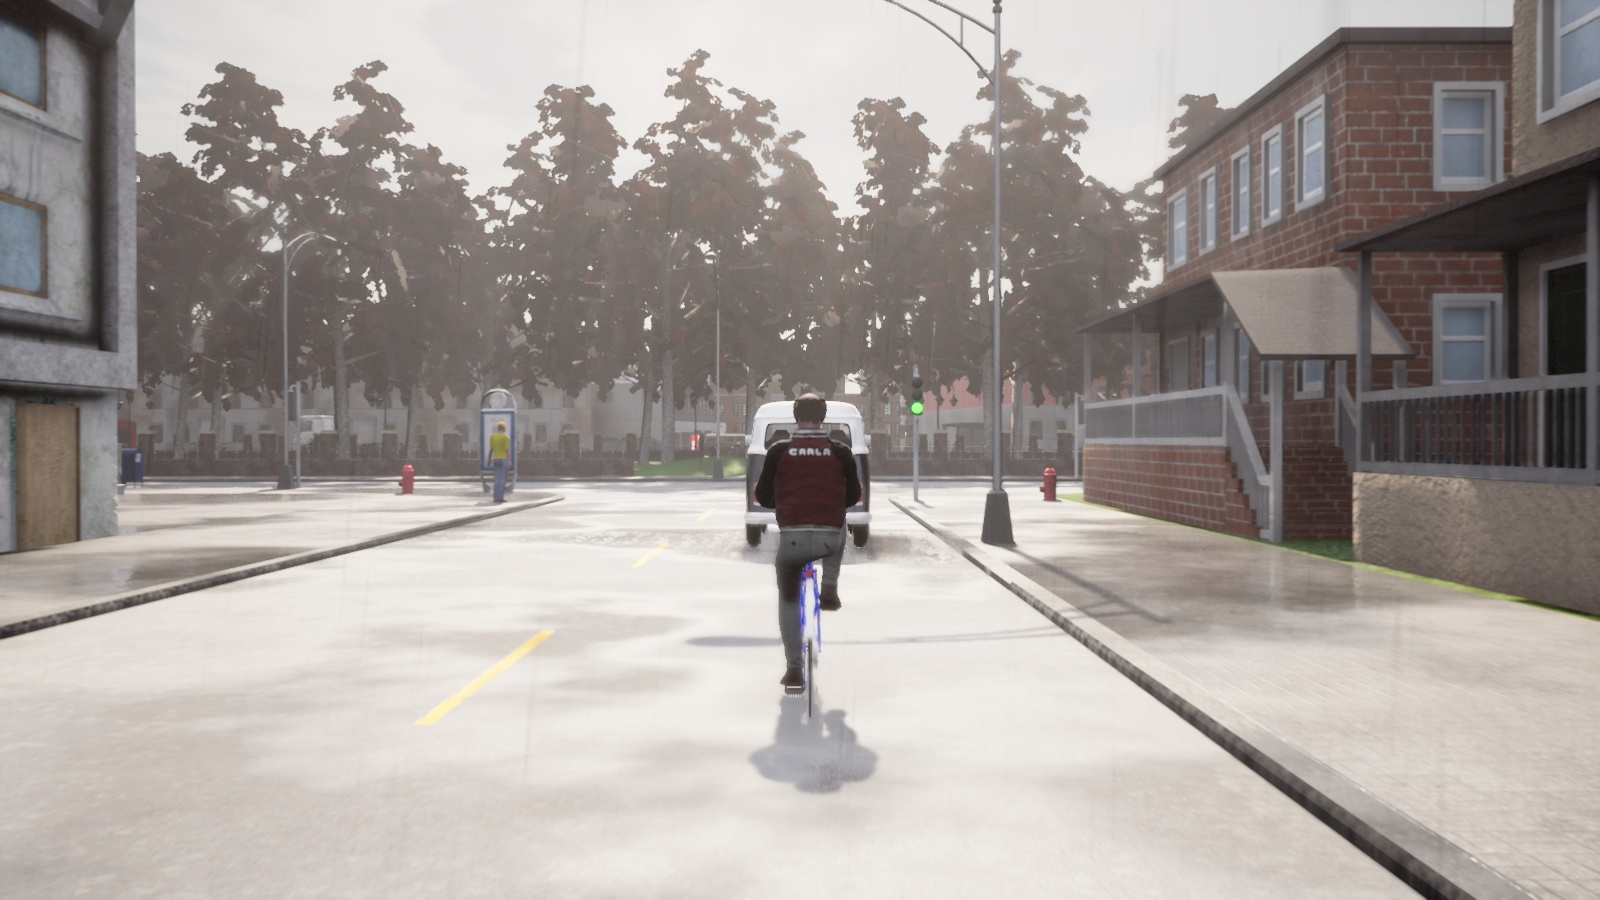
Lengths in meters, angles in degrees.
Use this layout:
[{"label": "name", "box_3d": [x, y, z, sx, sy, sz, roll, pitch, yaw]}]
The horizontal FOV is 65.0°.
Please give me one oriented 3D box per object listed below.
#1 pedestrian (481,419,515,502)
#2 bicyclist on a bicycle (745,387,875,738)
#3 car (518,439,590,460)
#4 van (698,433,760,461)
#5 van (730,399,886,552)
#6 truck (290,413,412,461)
[{"label": "pedestrian", "box_3d": [-6.744, 0.234, 28.034, 0.354, 1.836, 0.706, 0, 1, 31]}, {"label": "bicyclist on a bicycle", "box_3d": [0.056, 0.561, 7.276, 0.659, 1.776, 1.843, 0, 1, 0]}, {"label": "car", "box_3d": [-18.059, -0.024, 92.428, 4.902, 1.511, 2.128, 0, 0, 0]}, {"label": "van", "box_3d": [-5.200, -0.217, 92.373, 4.442, 1.987, 1.775, 0, 0, 0]}, {"label": "van", "box_3d": [0.121, 0.323, 18.962, 2.069, 2.038, 4.480, 0, 0, 0]}, {"label": "truck", "box_3d": [-33.020, -0.975, 92.471, 7.936, 3.462, 2.891, 0, 0, 0]}]
